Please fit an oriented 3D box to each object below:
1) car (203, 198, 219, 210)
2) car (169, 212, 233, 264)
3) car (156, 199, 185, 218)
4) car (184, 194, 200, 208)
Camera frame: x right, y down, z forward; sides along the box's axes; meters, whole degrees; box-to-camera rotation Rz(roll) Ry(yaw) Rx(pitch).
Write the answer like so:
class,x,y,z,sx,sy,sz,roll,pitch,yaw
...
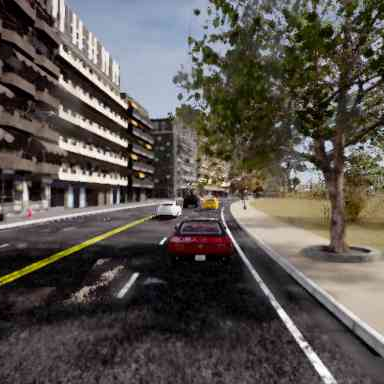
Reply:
class,x,y,z,sx,sy,sz,roll,pitch,yaw
car,2.461,1.553,43.596,1.882,1.535,5.008,0,0,6
car,0.308,1.613,11.833,1.895,1.301,4.718,0,0,2
car,-2.019,1.559,29.842,1.812,1.442,4.674,0,0,4
car,-0.029,1.321,50.418,2.150,2.045,5.566,0,0,7
